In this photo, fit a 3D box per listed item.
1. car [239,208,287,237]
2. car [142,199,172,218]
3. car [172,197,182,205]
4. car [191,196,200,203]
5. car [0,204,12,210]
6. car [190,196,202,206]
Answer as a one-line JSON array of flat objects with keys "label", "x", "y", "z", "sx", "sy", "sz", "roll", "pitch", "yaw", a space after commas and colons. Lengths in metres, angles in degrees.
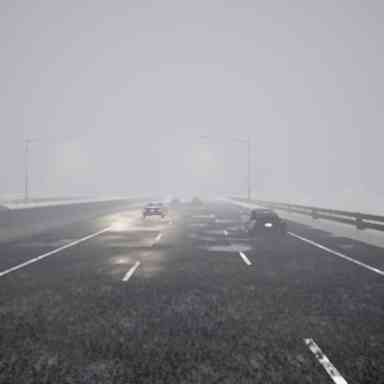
[{"label": "car", "x": 3.718, "y": 1.565, "z": 18.029, "sx": 1.994, "sy": 1.385, "sz": 4.181, "roll": 0, "pitch": 0, "yaw": 1}, {"label": "car", "x": -3.233, "y": 1.581, "z": 29.855, "sx": 2.033, "sy": 1.411, "sz": 5.357, "roll": 0, "pitch": 0, "yaw": 1}, {"label": "car", "x": -2.847, "y": 1.604, "z": 60.490, "sx": 2.033, "sy": 1.411, "sz": 5.357, "roll": 0, "pitch": 0, "yaw": 1}, {"label": "car", "x": 0.761, "y": 1.538, "z": 68.994, "sx": 1.837, "sy": 1.490, "sz": 4.892, "roll": 0, "pitch": 0, "yaw": 1}, {"label": "car", "x": -13.843, "y": 1.506, "z": 22.055, "sx": 2.128, "sy": 1.511, "sz": 4.902, "roll": 0, "pitch": 0, "yaw": 1}, {"label": "car", "x": 0.667, "y": 1.552, "z": 54.831, "sx": 1.812, "sy": 1.442, "sz": 4.674, "roll": 0, "pitch": 0, "yaw": 0}]
